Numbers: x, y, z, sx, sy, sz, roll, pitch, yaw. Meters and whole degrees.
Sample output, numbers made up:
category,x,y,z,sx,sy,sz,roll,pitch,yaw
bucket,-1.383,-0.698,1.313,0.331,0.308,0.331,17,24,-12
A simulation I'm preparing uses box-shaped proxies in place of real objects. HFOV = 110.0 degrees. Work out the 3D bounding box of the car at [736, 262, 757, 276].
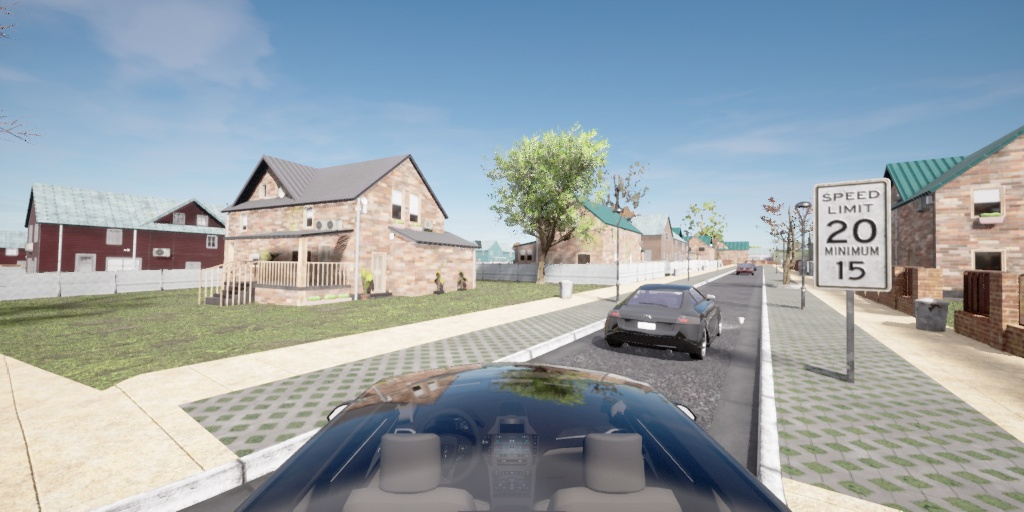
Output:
category,x,y,z,sx,sy,sz,roll,pitch,yaw
car,28.797,1.631,44.231,2.033,1.411,5.357,0,0,35

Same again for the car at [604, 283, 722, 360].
category,x,y,z,sx,sy,sz,roll,pitch,yaw
car,3.802,1.359,8.704,1.994,1.385,4.181,0,0,35
